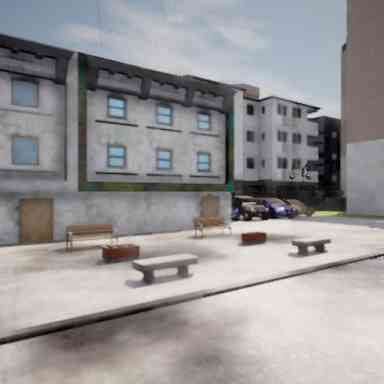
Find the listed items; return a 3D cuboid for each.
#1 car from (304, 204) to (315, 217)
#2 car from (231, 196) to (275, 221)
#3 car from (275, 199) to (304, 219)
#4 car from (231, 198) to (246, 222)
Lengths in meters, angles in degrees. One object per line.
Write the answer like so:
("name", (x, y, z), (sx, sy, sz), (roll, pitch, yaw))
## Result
("car", (8.995, 1.419, 29.905), (1.816, 1.474, 4.193), (0, 0, -26))
("car", (4.288, 1.245, 26.081), (1.905, 1.878, 3.866), (0, 0, -26))
("car", (6.677, 1.351, 28.074), (2.242, 1.667, 4.611), (0, 0, -26))
("car", (2.094, 1.415, 25.011), (1.845, 1.501, 3.633), (0, 0, -26))
